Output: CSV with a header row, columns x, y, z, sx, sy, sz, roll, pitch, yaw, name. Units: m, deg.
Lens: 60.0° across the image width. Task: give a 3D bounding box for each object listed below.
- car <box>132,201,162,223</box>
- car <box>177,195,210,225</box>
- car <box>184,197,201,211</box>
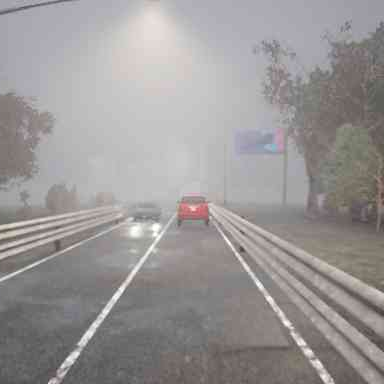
x,y,z,sx,sy,sz,roll,pitch,yaw,name
-3.354,1.495,25.632,1.837,1.490,4.892,0,0,0,car
0.107,1.212,24.032,2.150,2.045,5.566,0,0,0,car
0.076,1.475,42.563,2.128,1.511,4.902,0,0,0,car
